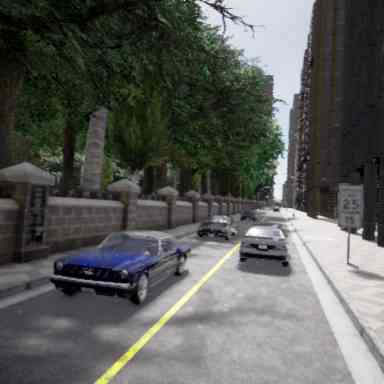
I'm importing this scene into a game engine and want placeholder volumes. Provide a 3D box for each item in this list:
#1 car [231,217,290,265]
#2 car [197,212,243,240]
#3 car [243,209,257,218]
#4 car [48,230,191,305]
[{"bbox_3d":[3.077,2.038,13.910,2.033,1.411,5.357,3,-1,15],"label":"car"},{"bbox_3d":[1.761,2.134,21.169,2.033,1.411,5.357,3,-1,15],"label":"car"},{"bbox_3d":[7.234,2.910,41.891,2.033,1.411,5.357,3,-1,15],"label":"car"},{"bbox_3d":[-1.480,1.712,8.668,1.895,1.301,4.718,3,-1,15],"label":"car"}]
